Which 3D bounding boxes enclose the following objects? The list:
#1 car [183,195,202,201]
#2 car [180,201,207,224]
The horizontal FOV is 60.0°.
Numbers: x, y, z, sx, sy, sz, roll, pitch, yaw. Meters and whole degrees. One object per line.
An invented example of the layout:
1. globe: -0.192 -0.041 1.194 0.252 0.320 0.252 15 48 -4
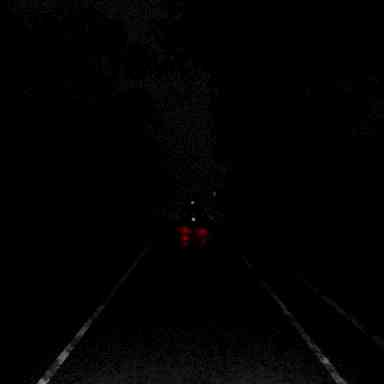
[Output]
1. car: 0.094 1.411 41.993 2.150 2.045 5.566 0 -1 0
2. car: 0.106 1.595 24.910 1.895 1.301 4.718 0 0 0
